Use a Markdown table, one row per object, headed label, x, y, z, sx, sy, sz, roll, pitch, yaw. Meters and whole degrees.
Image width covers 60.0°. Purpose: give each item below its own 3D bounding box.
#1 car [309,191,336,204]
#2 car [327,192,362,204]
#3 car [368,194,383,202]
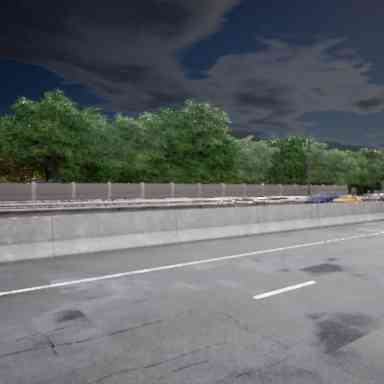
| label | x | y | z | sx | sy | sz | roll | pitch | yaw |
| --- | --- | --- | --- | --- | --- | --- | --- | --- | --- |
| car | 19.256 | 0.940 | 47.755 | 5.566 | 2.045 | 2.150 | 0 | 0 | -35 |
| car | 20.785 | 1.198 | 44.557 | 5.008 | 1.535 | 1.882 | 0 | 0 | -35 |
| car | 31.844 | 1.145 | 56.660 | 4.674 | 1.442 | 1.812 | -1 | 0 | -35 |
